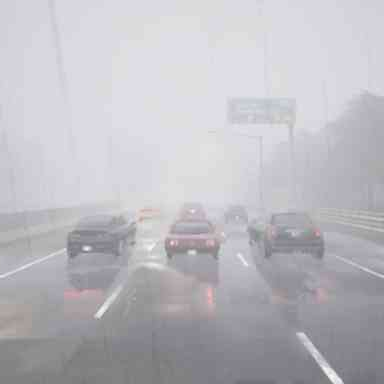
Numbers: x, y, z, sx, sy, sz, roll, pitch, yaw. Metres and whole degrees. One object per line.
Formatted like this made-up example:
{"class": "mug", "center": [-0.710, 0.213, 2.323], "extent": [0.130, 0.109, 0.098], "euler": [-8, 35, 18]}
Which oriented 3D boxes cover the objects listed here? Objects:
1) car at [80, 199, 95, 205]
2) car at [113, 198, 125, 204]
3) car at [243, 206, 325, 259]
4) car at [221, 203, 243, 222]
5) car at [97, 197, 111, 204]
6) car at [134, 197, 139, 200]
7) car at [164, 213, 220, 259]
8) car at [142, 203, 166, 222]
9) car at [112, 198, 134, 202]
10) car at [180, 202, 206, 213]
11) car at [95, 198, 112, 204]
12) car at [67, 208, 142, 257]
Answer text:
{"class": "car", "center": [-20.582, 2.096, 65.926], "extent": [1.895, 1.301, 4.718], "euler": [0, 0, 1]}
{"class": "car", "center": [-16.921, 2.111, 77.276], "extent": [1.994, 1.385, 4.181], "euler": [0, 0, 1]}
{"class": "car", "center": [3.537, 1.475, 13.368], "extent": [2.097, 1.767, 4.553], "euler": [0, -1, 1]}
{"class": "car", "center": [3.595, 1.745, 28.416], "extent": [1.837, 1.490, 4.892], "euler": [0, 0, 1]}
{"class": "car", "center": [-20.421, 2.036, 77.331], "extent": [1.882, 1.535, 5.008], "euler": [0, 0, 1]}
{"class": "car", "center": [-13.421, 2.059, 77.223], "extent": [1.837, 1.490, 4.892], "euler": [0, 0, 1]}
{"class": "car", "center": [0.034, 1.723, 13.207], "extent": [1.895, 1.301, 4.718], "euler": [0, 0, 1]}
{"class": "car", "center": [-3.394, 1.720, 29.183], "extent": [1.882, 1.535, 5.008], "euler": [0, 0, 1]}
{"class": "car", "center": [-13.587, 2.012, 65.884], "extent": [2.128, 1.511, 4.902], "euler": [0, 0, 1]}
{"class": "car", "center": [0.095, 1.588, 28.345], "extent": [2.097, 1.767, 4.553], "euler": [0, -1, 1]}
{"class": "car", "center": [-17.083, 2.098, 65.899], "extent": [1.895, 1.301, 4.718], "euler": [0, 0, 1]}
{"class": "car", "center": [-3.463, 1.631, 13.484], "extent": [1.837, 1.490, 4.892], "euler": [0, 0, 1]}
